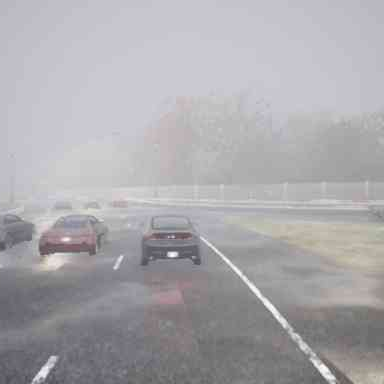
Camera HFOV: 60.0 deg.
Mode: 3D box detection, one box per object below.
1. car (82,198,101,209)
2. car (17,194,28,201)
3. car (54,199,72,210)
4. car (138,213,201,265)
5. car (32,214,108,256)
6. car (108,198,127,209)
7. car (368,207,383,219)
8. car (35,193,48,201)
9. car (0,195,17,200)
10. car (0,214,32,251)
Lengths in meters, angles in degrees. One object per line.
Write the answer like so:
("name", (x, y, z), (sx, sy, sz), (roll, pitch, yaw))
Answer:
("car", (-13.721, 1.576, 45.141), (1.812, 1.442, 4.674), (0, 0, -24))
("car", (-43.378, 1.331, 83.895), (4.553, 1.767, 2.097), (0, 0, 37))
("car", (-17.338, 1.629, 44.622), (1.994, 1.385, 4.181), (0, 0, -25))
("car", (-0.815, 1.508, 11.740), (1.837, 1.490, 4.892), (0, 0, -7))
("car", (-4.545, 1.581, 13.271), (1.994, 1.385, 4.181), (0, 0, -8))
("car", (-10.373, 1.516, 46.237), (1.882, 1.535, 5.008), (0, 0, -24))
("car", (17.137, 1.484, 26.554), (5.357, 1.411, 2.033), (0, 0, 16))
("car", (-39.259, 1.186, 86.611), (2.150, 2.045, 5.566), (0, 0, -37))
("car", (-45.648, 1.510, 81.229), (4.902, 1.511, 2.128), (0, 0, 37))
("car", (-8.181, 1.594, 14.084), (1.994, 1.385, 4.181), (0, 0, -8))
